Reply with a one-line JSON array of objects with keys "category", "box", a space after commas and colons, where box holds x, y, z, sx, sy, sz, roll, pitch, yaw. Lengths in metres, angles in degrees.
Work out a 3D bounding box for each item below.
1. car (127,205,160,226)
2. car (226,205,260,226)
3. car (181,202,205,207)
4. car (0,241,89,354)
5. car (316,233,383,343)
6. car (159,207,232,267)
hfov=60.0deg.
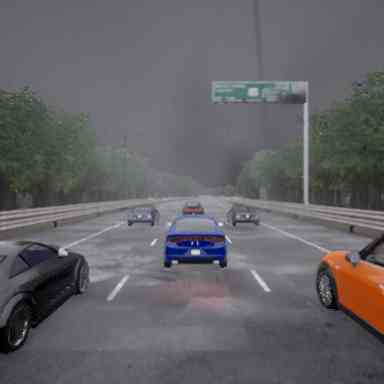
[{"category": "car", "box": [-3.399, 1.641, 24.103, 2.033, 1.411, 5.357, 0, 0, 0]}, {"category": "car", "box": [3.605, 1.641, 24.104, 2.033, 1.411, 5.357, 0, 0, 0]}, {"category": "car", "box": [0.106, 1.628, 29.778, 1.837, 1.490, 4.892, 0, 0, 0]}, {"category": "car", "box": [-3.399, 1.586, 6.156, 1.994, 1.385, 4.181, 0, 0, 0]}, {"category": "car", "box": [3.601, 1.370, 5.011, 2.097, 1.767, 4.553, 0, 0, 0]}, {"category": "car", "box": [0.103, 1.519, 11.639, 1.882, 1.535, 5.008, 0, 0, 0]}]
